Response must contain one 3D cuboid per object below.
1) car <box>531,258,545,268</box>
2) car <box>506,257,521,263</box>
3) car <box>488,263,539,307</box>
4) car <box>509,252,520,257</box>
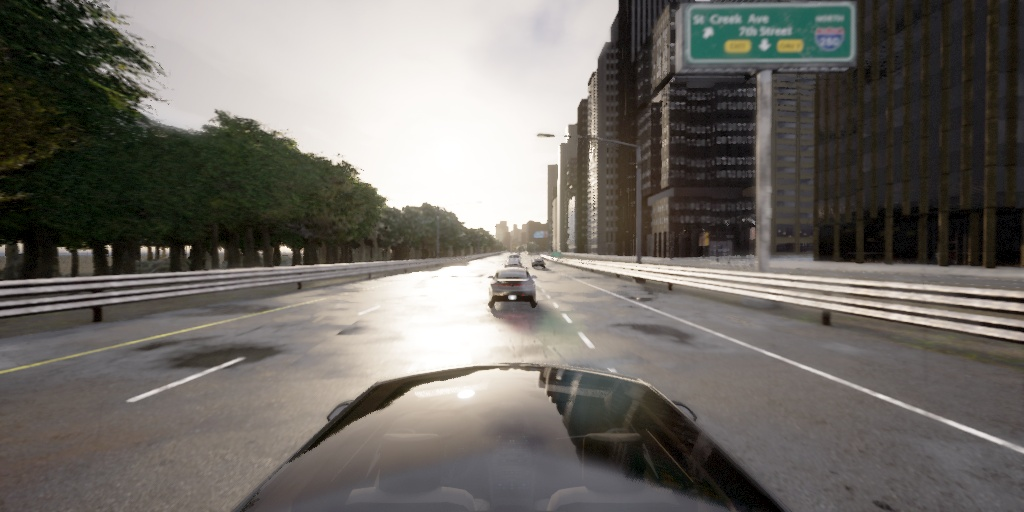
[{"bbox_3d":[3.904,1.063,54.205,1.837,1.490,4.892,0,1,1],"label":"car"},{"bbox_3d":[0.143,1.159,37.474,2.128,1.511,4.902,0,0,0],"label":"car"},{"bbox_3d":[0.023,1.248,15.484,1.837,1.490,4.892,0,0,0],"label":"car"},{"bbox_3d":[0.370,0.737,59.864,2.150,2.045,5.566,0,0,1],"label":"car"}]
